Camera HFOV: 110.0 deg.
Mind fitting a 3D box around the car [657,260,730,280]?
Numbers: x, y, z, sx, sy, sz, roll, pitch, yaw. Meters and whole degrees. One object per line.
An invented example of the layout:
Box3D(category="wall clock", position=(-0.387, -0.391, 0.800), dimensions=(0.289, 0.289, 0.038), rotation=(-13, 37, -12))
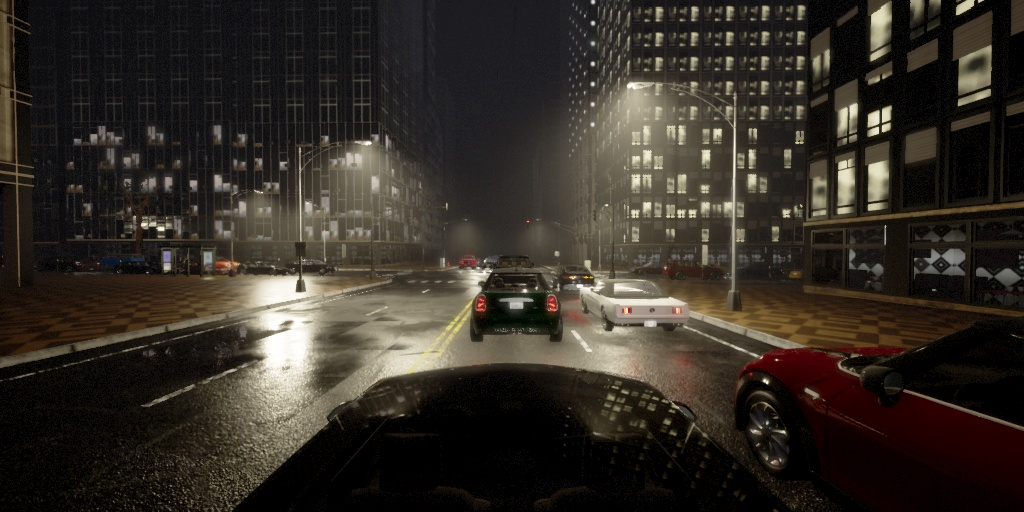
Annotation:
Box3D(category="car", position=(16.195, 1.268, 32.277), dimensions=(5.009, 1.841, 2.192), rotation=(0, 0, 1))

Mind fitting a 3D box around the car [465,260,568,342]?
Box3D(category="car", position=(0.100, 1.099, 9.934), dimensions=(2.097, 1.767, 4.553), rotation=(0, 0, 0))

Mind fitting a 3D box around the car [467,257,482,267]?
Box3D(category="car", position=(-6.559, 1.054, 63.615), dimensions=(2.097, 1.767, 4.553), rotation=(0, 0, 0))

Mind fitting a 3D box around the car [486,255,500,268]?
Box3D(category="car", position=(-3.321, 0.925, 62.647), dimensions=(2.150, 2.045, 5.566), rotation=(0, 0, 0))

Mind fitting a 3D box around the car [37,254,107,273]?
Box3D(category="car", position=(-44.371, 0.718, 35.975), dimensions=(4.553, 1.767, 2.097), rotation=(1, 1, 1))

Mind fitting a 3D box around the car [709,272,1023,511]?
Box3D(category="car", position=(3.350, 1.102, 1.867), dimensions=(2.097, 1.767, 4.553), rotation=(0, 0, 0))

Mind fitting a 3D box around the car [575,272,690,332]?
Box3D(category="car", position=(3.351, 1.347, 10.884), dimensions=(1.895, 1.301, 4.718), rotation=(0, 0, 0))

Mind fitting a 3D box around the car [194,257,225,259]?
Box3D(category="car", position=(-29.426, 0.855, 35.649), dimensions=(4.553, 1.767, 2.097), rotation=(1, 1, 1))

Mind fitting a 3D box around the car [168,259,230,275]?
Box3D(category="car", position=(-28.414, 1.137, 32.940), dimensions=(4.207, 1.307, 1.802), rotation=(0, 0, 1))

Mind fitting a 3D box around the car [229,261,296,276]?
Box3D(category="car", position=(-22.730, 1.173, 32.806), dimensions=(4.313, 1.339, 1.948), rotation=(0, 0, 1))

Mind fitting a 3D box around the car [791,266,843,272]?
Box3D(category="car", position=(27.643, 1.578, 32.079), dimensions=(4.829, 1.417, 1.751), rotation=(0, 0, 1))

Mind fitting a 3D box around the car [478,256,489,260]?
Box3D(category="car", position=(-3.342, 1.207, 52.485), dimensions=(2.128, 1.511, 4.902), rotation=(0, 0, 0))

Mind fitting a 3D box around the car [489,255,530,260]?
Box3D(category="car", position=(0.101, 0.963, 19.646), dimensions=(2.150, 2.045, 5.566), rotation=(0, 0, 0))

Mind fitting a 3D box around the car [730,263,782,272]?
Box3D(category="car", position=(25.520, 1.489, 37.898), dimensions=(5.357, 1.411, 2.033), rotation=(0, 1, 1))

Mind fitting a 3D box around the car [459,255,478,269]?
Box3D(category="car", position=(-6.595, 0.935, 54.017), dimensions=(2.150, 2.045, 5.566), rotation=(0, 0, 0))

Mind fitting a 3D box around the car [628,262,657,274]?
Box3D(category="car", position=(15.229, 1.398, 38.099), dimensions=(5.357, 1.411, 2.033), rotation=(1, 1, 2))

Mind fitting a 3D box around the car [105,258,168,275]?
Box3D(category="car", position=(-34.095, 1.069, 33.113), dimensions=(4.313, 1.339, 1.948), rotation=(0, 0, 1))

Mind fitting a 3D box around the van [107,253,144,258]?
Box3D(category="van", position=(-45.285, 0.604, 41.774), dimensions=(3.998, 1.789, 1.690), rotation=(0, 0, 1))

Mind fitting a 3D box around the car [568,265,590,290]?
Box3D(category="car", position=(3.351, 1.245, 20.142), dimensions=(1.837, 1.490, 4.892), rotation=(0, 0, 0))

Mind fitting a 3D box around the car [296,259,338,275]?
Box3D(category="car", position=(-19.808, 1.081, 35.454), dimensions=(4.902, 1.511, 2.128), rotation=(1, 1, 1))
